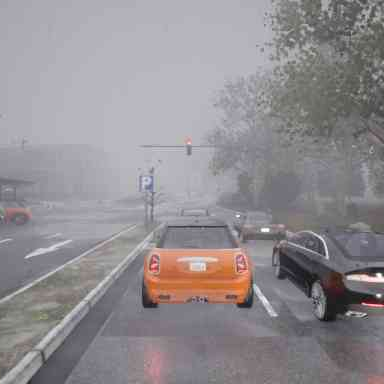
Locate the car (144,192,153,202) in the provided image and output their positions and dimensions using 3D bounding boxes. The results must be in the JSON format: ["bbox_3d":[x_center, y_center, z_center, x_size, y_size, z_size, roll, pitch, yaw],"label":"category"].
[{"bbox_3d":[-10.861,1.314,63.990,5.366,1.575,1.946,-1,0,-15],"label":"car"}]

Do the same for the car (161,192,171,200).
[{"bbox_3d":[-8.534,1.356,84.935,4.674,1.452,2.002,-1,0,-12],"label":"car"}]

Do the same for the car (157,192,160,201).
[{"bbox_3d":[-10.083,1.320,72.954,4.892,1.521,2.231,-1,0,-14],"label":"car"}]

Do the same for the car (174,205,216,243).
[{"bbox_3d":[0.154,1.531,17.179,1.837,1.490,4.892,0,0,1],"label":"car"}]

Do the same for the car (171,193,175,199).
[{"bbox_3d":[-8.087,1.063,87.941,5.566,2.045,2.435,-1,0,-12],"label":"car"}]

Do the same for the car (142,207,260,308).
[{"bbox_3d":[0.104,1.363,8.094,2.097,1.767,4.553,0,0,0],"label":"car"}]

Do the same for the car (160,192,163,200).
[{"bbox_3d":[-9.713,1.358,75.950,4.674,1.452,2.002,-1,0,-13],"label":"car"}]

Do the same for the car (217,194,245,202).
[{"bbox_3d":[8.136,1.262,69.574,5.366,1.575,1.946,1,0,-13],"label":"car"}]

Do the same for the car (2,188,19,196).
[{"bbox_3d":[-28.215,0.136,51.850,2.002,1.452,4.674,6,-3,-19],"label":"car"}]

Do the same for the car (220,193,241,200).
[{"bbox_3d":[9.380,1.127,81.281,4.553,1.767,2.185,1,0,-12],"label":"car"}]

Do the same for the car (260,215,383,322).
[{"bbox_3d":[3.102,1.501,7.217,2.128,1.511,4.902,0,0,0],"label":"car"}]

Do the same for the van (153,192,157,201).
[{"bbox_3d":[-10.308,1.091,69.983,4.442,1.987,1.878,-1,0,-14],"label":"van"}]

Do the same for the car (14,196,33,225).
[{"bbox_3d":[-13.650,1.402,23.189,4.553,1.767,2.185,-1,0,-19],"label":"car"}]

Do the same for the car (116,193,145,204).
[{"bbox_3d":[-11.503,1.357,60.997,4.792,1.488,2.163,-1,0,-15],"label":"car"}]

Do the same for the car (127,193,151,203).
[{"bbox_3d":[-10.770,1.194,66.942,4.553,1.767,2.185,-1,0,-14],"label":"car"}]

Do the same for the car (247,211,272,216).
[{"bbox_3d":[3.144,1.587,16.129,1.994,1.385,4.181,0,0,1],"label":"car"}]

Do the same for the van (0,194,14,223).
[{"bbox_3d":[-13.622,1.296,20.211,4.442,1.987,1.878,-1,0,-20],"label":"van"}]

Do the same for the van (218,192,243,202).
[{"bbox_3d":[7.222,1.041,63.610,4.442,1.987,1.878,1,0,-14],"label":"van"}]

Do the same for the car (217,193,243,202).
[{"bbox_3d":[7.603,1.140,66.580,4.553,1.767,2.185,1,0,-14],"label":"car"}]
